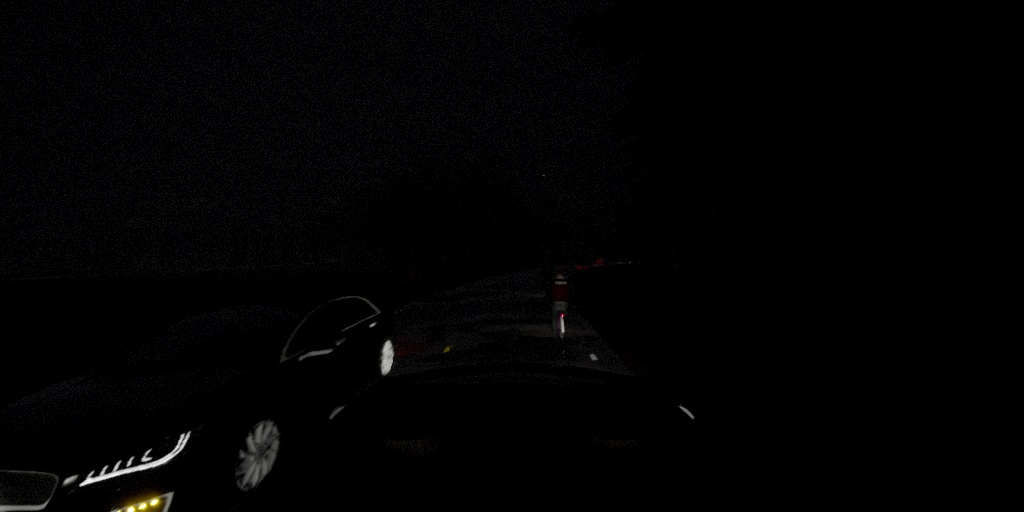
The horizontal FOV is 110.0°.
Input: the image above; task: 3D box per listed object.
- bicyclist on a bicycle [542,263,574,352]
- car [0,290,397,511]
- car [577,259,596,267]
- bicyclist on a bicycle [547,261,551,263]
[{"bbox_3d":[1.060,1.123,8.032,0.659,1.776,1.843,0,0,3],"label":"bicyclist on a bicycle"},{"bbox_3d":[-2.966,1.255,4.473,1.837,1.490,4.892,0,0,1],"label":"car"},{"bbox_3d":[12.993,1.201,63.211,1.895,1.301,4.718,0,0,24],"label":"car"},{"bbox_3d":[1.712,1.113,16.856,0.659,1.776,1.843,0,0,6],"label":"bicyclist on a bicycle"}]
